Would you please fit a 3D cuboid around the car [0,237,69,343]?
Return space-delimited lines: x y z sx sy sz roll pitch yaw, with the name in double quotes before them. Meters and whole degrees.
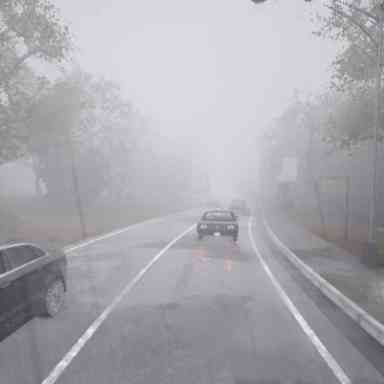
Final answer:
"car" -3.378 1.465 4.543 2.128 1.511 4.902 0 0 3

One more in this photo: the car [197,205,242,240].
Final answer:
"car" 1.427 1.585 17.037 1.895 1.301 4.718 1 0 8

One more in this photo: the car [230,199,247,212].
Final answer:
"car" 5.382 1.524 38.747 2.033 1.411 5.357 1 0 11

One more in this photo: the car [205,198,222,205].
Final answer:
"car" 3.035 1.506 46.377 1.895 1.301 4.718 1 0 10
